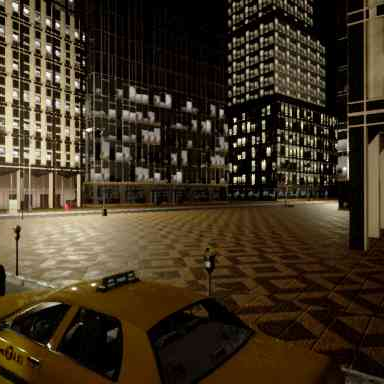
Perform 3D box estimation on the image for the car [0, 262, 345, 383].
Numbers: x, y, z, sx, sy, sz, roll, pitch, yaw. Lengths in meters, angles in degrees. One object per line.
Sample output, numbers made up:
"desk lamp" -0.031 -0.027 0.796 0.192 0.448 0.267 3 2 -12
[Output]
"car" -0.964 1.525 3.562 4.829 1.417 1.752 0 0 35
